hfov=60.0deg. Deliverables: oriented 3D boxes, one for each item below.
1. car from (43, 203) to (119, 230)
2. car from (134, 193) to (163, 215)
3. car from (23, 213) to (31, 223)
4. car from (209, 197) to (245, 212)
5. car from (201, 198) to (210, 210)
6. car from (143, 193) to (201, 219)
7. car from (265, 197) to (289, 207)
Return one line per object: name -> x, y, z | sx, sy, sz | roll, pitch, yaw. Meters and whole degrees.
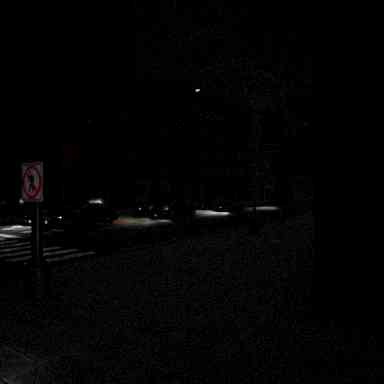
car -> -6.858, 1.436, 20.862 | 2.128, 1.511, 4.902 | 0, 0, 35
car -> -3.053, 1.126, 31.868 | 2.150, 2.045, 5.566 | 0, 0, 35
car -> -8.939, 1.494, 23.572 | 2.033, 1.411, 5.357 | 0, 0, 34
car -> 4.130, 1.428, 36.387 | 1.994, 1.385, 4.181 | 0, 0, 35
car -> 2.649, 1.365, 39.914 | 1.837, 1.490, 4.892 | 0, 1, 35
car -> -1.610, 1.259, 28.277 | 2.097, 1.767, 4.553 | 0, 0, 35
car -> 12.198, 1.406, 47.681 | 1.895, 1.301, 4.718 | 0, 0, 36
